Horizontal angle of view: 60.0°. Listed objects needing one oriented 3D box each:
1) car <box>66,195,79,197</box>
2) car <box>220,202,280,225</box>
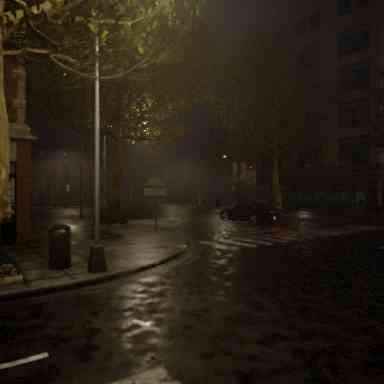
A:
[{"bbox_3d":[-26.113,1.420,74.029,4.786,1.482,2.161,0,0,-35],"label":"car"},{"bbox_3d":[4.134,1.510,24.456,1.837,1.490,4.892,0,0,-38],"label":"car"}]
